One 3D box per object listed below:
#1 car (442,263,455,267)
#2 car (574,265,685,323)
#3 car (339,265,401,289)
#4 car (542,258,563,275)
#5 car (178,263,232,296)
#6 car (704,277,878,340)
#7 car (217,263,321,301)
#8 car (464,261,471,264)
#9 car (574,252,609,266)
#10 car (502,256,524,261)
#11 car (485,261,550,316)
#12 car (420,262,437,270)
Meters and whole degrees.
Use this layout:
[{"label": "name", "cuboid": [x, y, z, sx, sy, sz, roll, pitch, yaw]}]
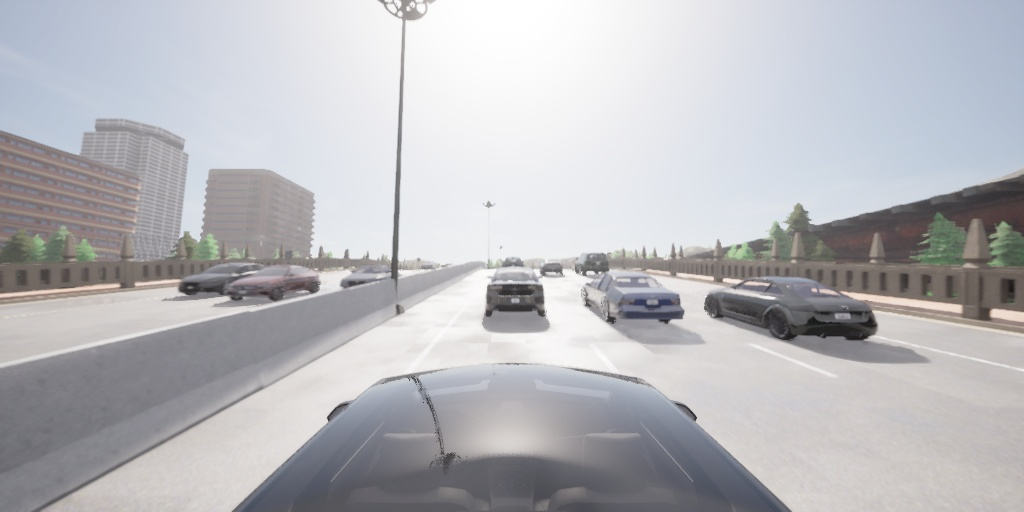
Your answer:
[{"label": "car", "cuboid": [-10.509, 1.881, 60.342, 1.837, 1.490, 4.892, 0, -5, 0]}, {"label": "car", "cuboid": [3.598, 1.208, 11.696, 2.033, 1.411, 5.357, 0, 1, 0]}, {"label": "car", "cuboid": [-7.102, 1.165, 18.352, 1.994, 1.385, 4.181, 0, 1, 0]}, {"label": "car", "cuboid": [3.595, 0.958, 33.438, 2.128, 1.511, 4.902, 0, 1, 0]}, {"label": "car", "cuboid": [-14.102, 1.108, 18.142, 1.837, 1.490, 4.892, 0, 1, 0]}, {"label": "car", "cuboid": [7.098, 1.243, 9.699, 1.994, 1.385, 4.181, 0, 1, 0]}, {"label": "car", "cuboid": [-10.602, 1.144, 16.432, 1.812, 1.442, 4.674, 0, 1, 0]}, {"label": "car", "cuboid": [-7.009, 1.606, 60.373, 1.994, 1.385, 4.181, 0, -5, 0]}, {"label": "car", "cuboid": [7.083, 0.699, 32.253, 2.150, 2.045, 5.566, 0, 1, 0]}, {"label": "car", "cuboid": [0.095, 0.819, 33.321, 2.097, 1.767, 4.553, 0, 0, 0]}, {"label": "car", "cuboid": [0.098, 1.127, 12.916, 1.882, 1.535, 5.008, 0, 1, 0]}, {"label": "car", "cuboid": [-14.009, 1.694, 60.362, 1.994, 1.385, 4.181, 0, -5, 0]}]
